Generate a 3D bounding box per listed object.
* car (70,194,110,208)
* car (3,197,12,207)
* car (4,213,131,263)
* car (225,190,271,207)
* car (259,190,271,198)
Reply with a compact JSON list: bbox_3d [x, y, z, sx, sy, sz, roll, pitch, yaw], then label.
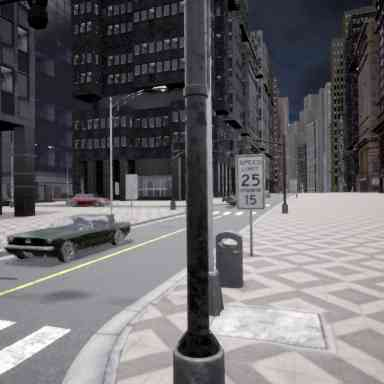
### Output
[{"bbox_3d":[-11.481,0.955,37.944,4.553,1.767,2.097,0,0,19],"label":"car"},{"bbox_3d":[-25.992,0.965,42.924,5.566,2.045,2.150,0,0,19],"label":"car"},{"bbox_3d":[-4.089,1.471,11.797,1.895,1.301,4.718,-1,1,19],"label":"car"},{"bbox_3d":[5.943,0.911,36.715,4.892,1.490,1.837,-2,3,-31],"label":"car"},{"bbox_3d":[14.699,0.442,66.806,1.837,1.490,4.892,-1,1,19],"label":"car"}]
